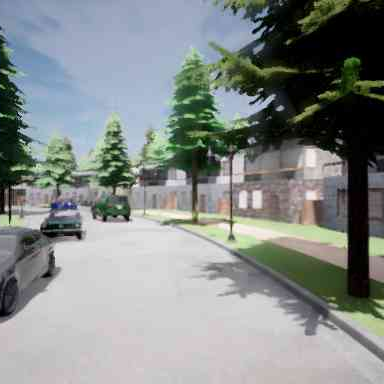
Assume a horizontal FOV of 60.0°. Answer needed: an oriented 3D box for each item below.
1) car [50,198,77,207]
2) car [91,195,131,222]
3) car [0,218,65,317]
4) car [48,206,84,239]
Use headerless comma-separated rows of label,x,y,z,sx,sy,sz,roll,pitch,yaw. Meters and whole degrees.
car,-15.948,1.499,41.167,2.097,1.767,4.553,0,0,-41
car,-6.784,1.296,27.649,2.150,2.045,5.566,0,0,-29
car,-4.443,1.562,7.530,1.812,1.442,4.674,0,0,-9
car,-6.665,1.663,17.410,1.895,1.301,4.718,0,0,-17
